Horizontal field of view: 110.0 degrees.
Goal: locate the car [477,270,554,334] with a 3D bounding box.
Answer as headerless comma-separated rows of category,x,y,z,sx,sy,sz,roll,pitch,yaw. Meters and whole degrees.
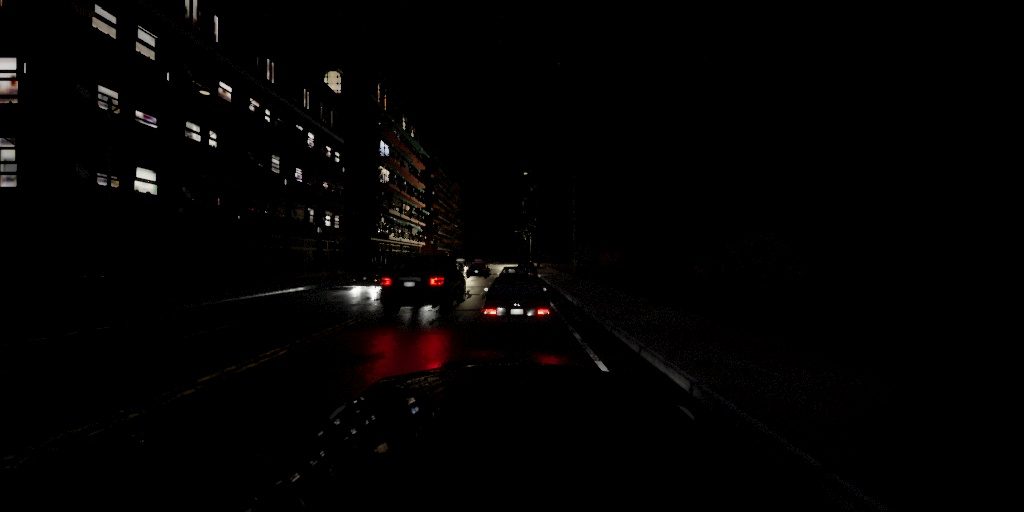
car,0.107,1.299,10.573,2.033,1.411,5.357,0,0,0

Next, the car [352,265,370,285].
car,-9.836,1.317,25.941,1.994,1.385,4.181,0,0,0

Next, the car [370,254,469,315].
car,-3.144,0.971,13.664,2.150,2.045,5.566,0,0,0

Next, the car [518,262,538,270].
car,1.155,1.259,30.702,1.837,1.490,4.892,0,0,0

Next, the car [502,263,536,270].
car,0.111,1.301,20.934,2.033,1.411,5.357,0,0,0

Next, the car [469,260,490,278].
car,-3.130,1.318,33.499,1.994,1.385,4.181,0,0,0
